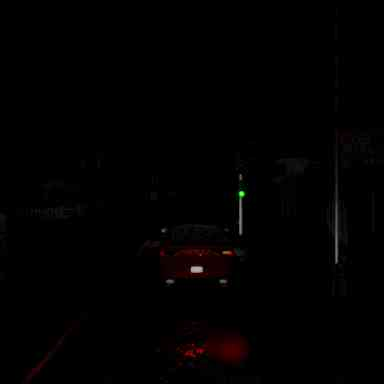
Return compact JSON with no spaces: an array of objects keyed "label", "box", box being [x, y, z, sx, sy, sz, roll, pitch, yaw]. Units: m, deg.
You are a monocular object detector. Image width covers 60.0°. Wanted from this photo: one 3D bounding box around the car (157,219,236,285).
[{"label":"car","box":[0.100,1.518,9.662,1.882,1.535,5.008,0,0,0]}]
